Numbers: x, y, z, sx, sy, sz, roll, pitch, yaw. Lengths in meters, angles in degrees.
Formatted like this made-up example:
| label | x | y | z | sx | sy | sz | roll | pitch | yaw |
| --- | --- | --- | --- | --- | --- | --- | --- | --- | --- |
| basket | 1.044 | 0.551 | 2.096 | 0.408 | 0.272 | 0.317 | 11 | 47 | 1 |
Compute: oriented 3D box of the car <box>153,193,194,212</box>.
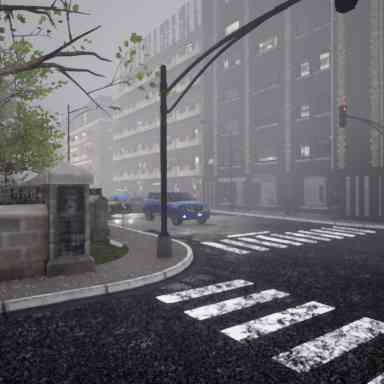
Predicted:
| label | x | y | z | sx | sy | sz | roll | pitch | yaw |
| --- | --- | --- | --- | --- | --- | --- | --- | --- | --- |
| car | -1.858 | 0.950 | 32.353 | 1.967 | 1.590 | 4.097 | 1 | 1 | -36 |

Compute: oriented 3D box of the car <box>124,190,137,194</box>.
| label | x | y | z | sx | sy | sz | roll | pitch | yaw |
| --- | --- | --- | --- | --- | --- | --- | --- | --- | --- |
| car | -5.121 | 0.727 | 36.806 | 2.192 | 1.841 | 5.009 | 1 | 1 | -36 |

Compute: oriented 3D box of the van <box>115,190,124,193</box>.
| label | x | y | z | sx | sy | sz | roll | pitch | yaw |
| --- | --- | --- | --- | --- | --- | --- | --- | --- | --- |
| van | -8.386 | 0.655 | 41.261 | 1.690 | 1.788 | 3.998 | 1 | 1 | -36 |

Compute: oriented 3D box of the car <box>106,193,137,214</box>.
| label | x | y | z | sx | sy | sz | roll | pitch | yaw |
| --- | --- | --- | --- | --- | --- | --- | --- | --- | --- |
| car | -6.840 | 1.098 | 29.334 | 1.994 | 1.385 | 4.181 | 0 | 1 | -36 |

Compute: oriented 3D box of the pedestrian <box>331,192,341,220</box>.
| label | x | y | z | sx | sy | sz | roll | pitch | yaw |
| --- | --- | --- | --- | --- | --- | --- | --- | --- | --- |
| pedestrian | 9.418 | 0.901 | 21.923 | 0.375 | 1.860 | 0.375 | 1 | -1 | -36 |

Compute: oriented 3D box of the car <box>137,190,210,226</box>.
| label | x | y | z | sx | sy | sz | roll | pitch | yaw |
| --- | --- | --- | --- | --- | --- | --- | --- | --- | --- |
| car | -1.179 | 0.926 | 21.607 | 2.150 | 2.045 | 5.566 | 0 | 1 | -36 |
